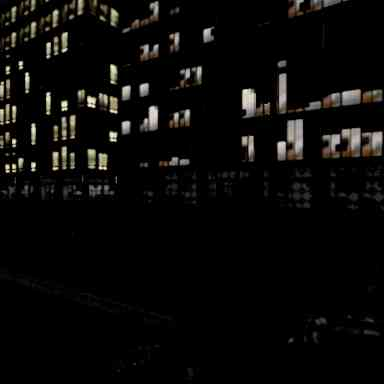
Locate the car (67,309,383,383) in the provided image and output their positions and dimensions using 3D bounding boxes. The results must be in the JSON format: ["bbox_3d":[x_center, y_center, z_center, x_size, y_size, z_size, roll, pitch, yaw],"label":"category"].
[{"bbox_3d":[0.927,1.564,2.208,4.313,1.339,1.947,0,0,36],"label":"car"}]
